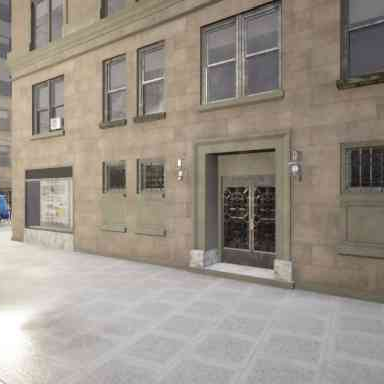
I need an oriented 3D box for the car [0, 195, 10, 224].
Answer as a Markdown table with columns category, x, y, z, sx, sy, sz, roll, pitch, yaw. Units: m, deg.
| category | x | y | z | sx | sy | sz | roll | pitch | yaw |
| --- | --- | --- | --- | --- | --- | --- | --- | --- | --- |
| car | -14.002 | 1.196 | 20.013 | 2.150 | 2.045 | 5.566 | 0 | 0 | 33 |
